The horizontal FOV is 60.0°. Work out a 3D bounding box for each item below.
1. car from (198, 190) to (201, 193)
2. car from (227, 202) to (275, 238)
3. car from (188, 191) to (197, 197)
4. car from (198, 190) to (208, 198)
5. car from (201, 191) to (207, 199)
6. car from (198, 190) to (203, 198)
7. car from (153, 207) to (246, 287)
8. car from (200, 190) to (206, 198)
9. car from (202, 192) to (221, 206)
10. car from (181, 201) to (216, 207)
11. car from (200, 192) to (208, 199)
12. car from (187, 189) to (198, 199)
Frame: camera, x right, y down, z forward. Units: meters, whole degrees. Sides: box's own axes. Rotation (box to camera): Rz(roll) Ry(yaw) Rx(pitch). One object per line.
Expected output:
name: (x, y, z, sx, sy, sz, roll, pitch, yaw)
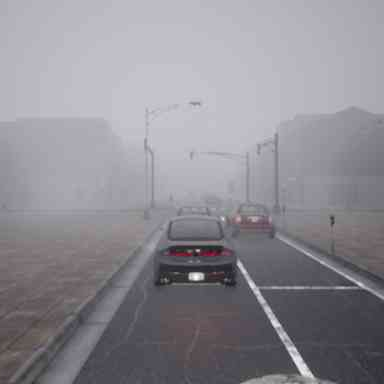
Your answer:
car: (2.724, 0.757, 70.204, 1.752, 1.417, 4.829, 1, 0, 0)
car: (2.679, 1.208, 16.102, 1.967, 1.590, 4.097, 2, 1, 0)
car: (0.081, 0.532, 83.379, 2.033, 1.411, 5.357, 0, 0, 0)
car: (2.737, 0.487, 80.910, 2.192, 1.841, 5.009, 1, 0, 0)
car: (2.703, 0.959, 48.286, 1.947, 1.339, 4.313, 1, 0, 0)
car: (2.717, 0.833, 64.598, 1.947, 1.339, 4.313, 1, 0, 0)
car: (0.054, 1.372, 8.929, 1.837, 1.490, 4.892, 0, 1, -1)
car: (2.709, 0.871, 53.891, 1.752, 1.417, 4.829, 1, 0, 0)
car: (2.698, 1.011, 42.849, 1.947, 1.339, 4.313, 1, 1, 0)
car: (0.112, 1.353, 17.192, 1.895, 1.301, 4.718, 0, 1, 0)
car: (2.728, 0.725, 75.642, 1.752, 1.417, 4.829, 1, 0, 0)
car: (0.071, 0.432, 72.980, 2.150, 2.045, 5.566, 0, 0, 0)
